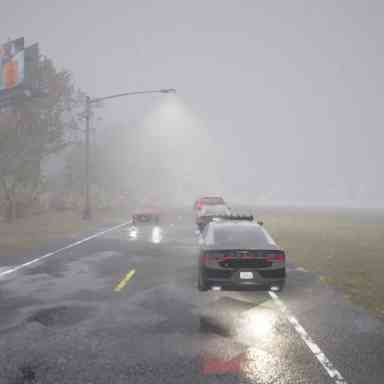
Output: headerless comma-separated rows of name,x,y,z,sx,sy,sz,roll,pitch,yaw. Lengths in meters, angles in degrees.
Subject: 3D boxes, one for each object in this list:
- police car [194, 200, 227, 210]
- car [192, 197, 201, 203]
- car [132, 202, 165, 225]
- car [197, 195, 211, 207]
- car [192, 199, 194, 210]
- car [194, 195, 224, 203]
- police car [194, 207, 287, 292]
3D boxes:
police car,1.273,1.473,19.079,1.930,1.638,5.238,0,0,1
car,1.216,2.154,86.609,2.128,1.511,4.902,0,-1,6
car,-3.202,1.559,25.158,1.882,1.535,5.008,0,0,2
car,2.227,1.597,60.092,2.150,2.045,5.566,0,-1,4
car,1.332,1.598,46.089,2.097,1.767,4.553,0,-1,4
car,1.436,1.304,24.978,2.150,2.045,5.566,0,0,2
police car,1.097,1.438,9.113,1.930,1.638,5.238,0,0,1
